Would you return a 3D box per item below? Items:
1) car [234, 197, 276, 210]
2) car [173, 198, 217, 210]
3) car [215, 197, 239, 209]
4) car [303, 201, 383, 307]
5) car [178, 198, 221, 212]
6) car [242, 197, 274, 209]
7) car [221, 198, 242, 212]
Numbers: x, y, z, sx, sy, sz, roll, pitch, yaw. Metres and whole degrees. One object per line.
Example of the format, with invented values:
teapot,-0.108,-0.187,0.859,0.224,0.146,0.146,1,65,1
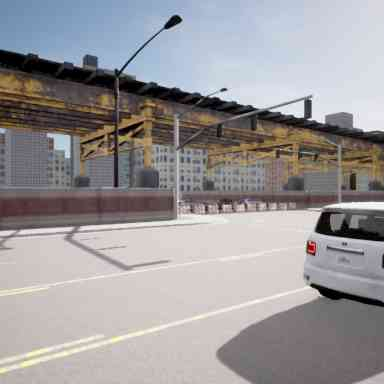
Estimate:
car,8.085,1.453,43.000,4.974,1.542,2.038,0,0,-7
car,0.363,1.295,36.580,4.536,1.218,1.853,0,0,8
car,4.181,1.295,39.299,1.853,1.218,4.536,0,0,18
car,4.766,1.221,7.157,5.566,2.045,2.150,0,0,-35
car,0.414,1.453,36.573,4.974,1.542,2.038,0,0,8
car,8.033,1.295,42.993,4.536,1.218,1.853,0,0,-7
car,4.166,1.453,39.249,2.038,1.542,4.974,0,0,18
